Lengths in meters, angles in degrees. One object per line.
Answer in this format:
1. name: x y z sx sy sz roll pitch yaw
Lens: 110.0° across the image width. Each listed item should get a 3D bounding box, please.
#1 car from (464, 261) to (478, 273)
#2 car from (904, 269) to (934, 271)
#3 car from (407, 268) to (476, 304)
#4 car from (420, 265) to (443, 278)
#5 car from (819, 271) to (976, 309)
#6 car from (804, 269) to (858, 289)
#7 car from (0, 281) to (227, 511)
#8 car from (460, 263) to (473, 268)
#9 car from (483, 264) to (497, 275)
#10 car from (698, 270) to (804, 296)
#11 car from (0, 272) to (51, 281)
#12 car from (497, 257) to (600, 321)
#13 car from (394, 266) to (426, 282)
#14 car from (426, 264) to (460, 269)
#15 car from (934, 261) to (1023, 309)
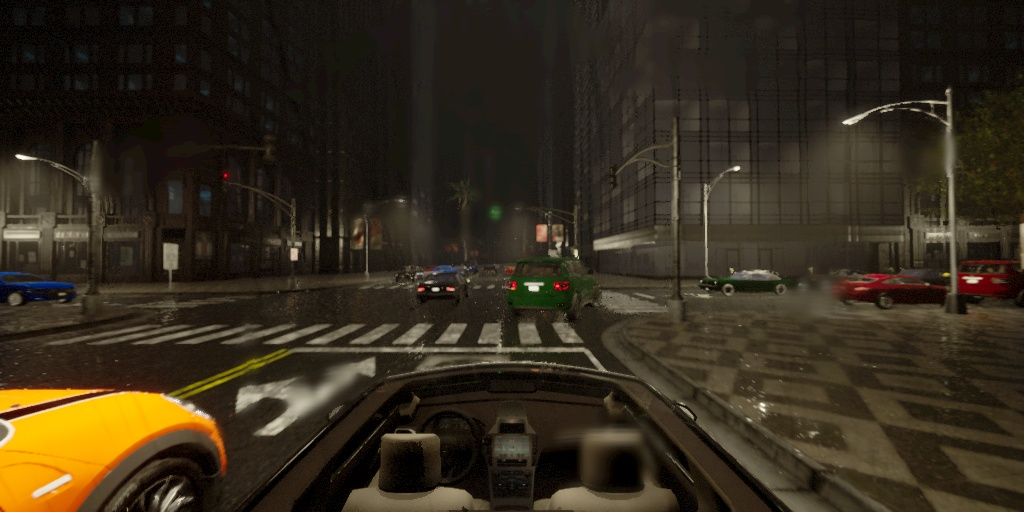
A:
1. car: -6.522 1.743 55.670 2.150 2.045 5.566 0 -1 0
2. car: 23.395 1.444 20.324 5.357 1.411 2.033 0 -1 -1
3. car: -3.165 1.481 17.359 2.033 1.411 5.357 0 -1 0
4. car: -9.830 1.869 44.209 1.812 1.442 4.674 0 -1 0
5. car: 15.313 1.391 14.411 4.207 1.307 1.802 0 0 -1
6. car: 20.819 1.524 23.023 4.313 1.339 1.948 0 0 -1
7. car: -3.150 1.092 0.742 2.097 1.767 4.553 0 -1 0
8. car: -6.572 1.904 45.071 2.033 1.411 5.357 0 -1 1
9. car: -3.169 1.959 52.364 2.128 1.511 4.902 0 -1 0
10. car: 13.146 1.531 20.156 4.718 1.301 1.895 0 -1 -1
11. car: -23.099 1.489 16.432 5.008 1.535 1.882 0 -1 0
12. car: 1.704 1.080 13.304 2.150 2.045 5.566 -1 -1 23
13. car: -9.848 1.709 34.884 1.837 1.490 4.892 0 -1 1
14. car: -6.599 1.682 34.910 1.882 1.535 5.008 0 -1 0
15. car: 20.952 1.105 14.501 5.009 1.841 2.192 0 0 -1
